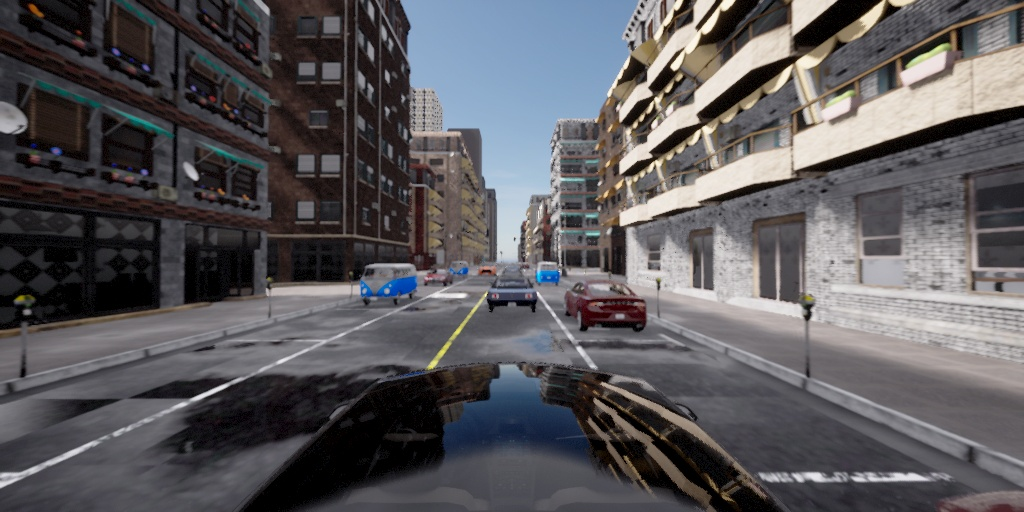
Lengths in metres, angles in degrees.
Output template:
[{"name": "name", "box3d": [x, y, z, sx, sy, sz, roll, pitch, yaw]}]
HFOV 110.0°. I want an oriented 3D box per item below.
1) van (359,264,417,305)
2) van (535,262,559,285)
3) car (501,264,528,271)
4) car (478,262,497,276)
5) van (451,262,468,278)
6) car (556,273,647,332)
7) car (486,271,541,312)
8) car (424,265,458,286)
[{"name": "van", "box3d": [-5.683, 1.252, 16.825, 1.690, 1.789, 3.998, 0, 0, 0]}, {"name": "van", "box3d": [2.705, 1.372, 28.089, 1.690, 1.789, 3.998, 0, 0, 0]}, {"name": "car", "box3d": [0.032, 1.619, 30.189, 1.994, 1.385, 4.181, 0, -1, 0]}, {"name": "car", "box3d": [-2.997, 1.559, 44.483, 2.097, 1.767, 4.553, 0, -1, 0]}, {"name": "van", "box3d": [-5.782, 1.493, 39.365, 1.690, 1.789, 3.998, 0, 0, 0]}, {"name": "car", "box3d": [2.694, 1.396, 11.181, 1.888, 1.381, 4.507, 0, 0, 0]}, {"name": "car", "box3d": [0.021, 1.494, 15.103, 1.895, 1.301, 4.718, 0, -1, 0]}, {"name": "car", "box3d": [-5.676, 1.614, 28.097, 1.802, 1.307, 4.207, 0, 0, 0]}]
